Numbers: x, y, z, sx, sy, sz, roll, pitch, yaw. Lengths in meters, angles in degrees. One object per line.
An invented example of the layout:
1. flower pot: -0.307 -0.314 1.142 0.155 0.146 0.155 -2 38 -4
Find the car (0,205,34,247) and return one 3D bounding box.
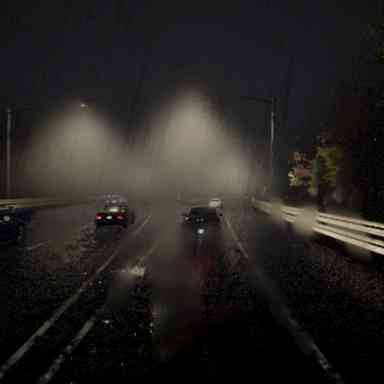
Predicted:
1. car: -7.909 1.297 12.096 2.097 1.767 4.553 0 0 -3

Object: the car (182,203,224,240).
1. car: 0.531 1.506 17.117 1.837 1.490 4.892 0 0 3

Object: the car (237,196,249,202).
1. car: 13.931 1.957 93.359 1.994 1.385 4.181 0 0 18

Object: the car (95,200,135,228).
1. car: -4.887 1.512 21.647 2.033 1.411 5.357 0 0 -3

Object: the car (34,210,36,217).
1. car: -11.888 1.518 21.488 1.895 1.301 4.718 0 0 -3

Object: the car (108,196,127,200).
1. car: -9.413 1.283 41.971 2.097 1.767 4.553 0 0 -3

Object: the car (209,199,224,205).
1. car: 3.343 1.637 45.706 1.812 1.442 4.674 0 0 8
